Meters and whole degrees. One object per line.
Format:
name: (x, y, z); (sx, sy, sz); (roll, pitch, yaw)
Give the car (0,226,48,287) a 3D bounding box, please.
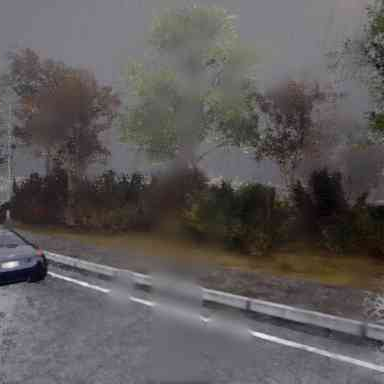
car: (-5.559, 1.599, 8.718); (4.181, 1.385, 1.994); (0, 0, 41)
